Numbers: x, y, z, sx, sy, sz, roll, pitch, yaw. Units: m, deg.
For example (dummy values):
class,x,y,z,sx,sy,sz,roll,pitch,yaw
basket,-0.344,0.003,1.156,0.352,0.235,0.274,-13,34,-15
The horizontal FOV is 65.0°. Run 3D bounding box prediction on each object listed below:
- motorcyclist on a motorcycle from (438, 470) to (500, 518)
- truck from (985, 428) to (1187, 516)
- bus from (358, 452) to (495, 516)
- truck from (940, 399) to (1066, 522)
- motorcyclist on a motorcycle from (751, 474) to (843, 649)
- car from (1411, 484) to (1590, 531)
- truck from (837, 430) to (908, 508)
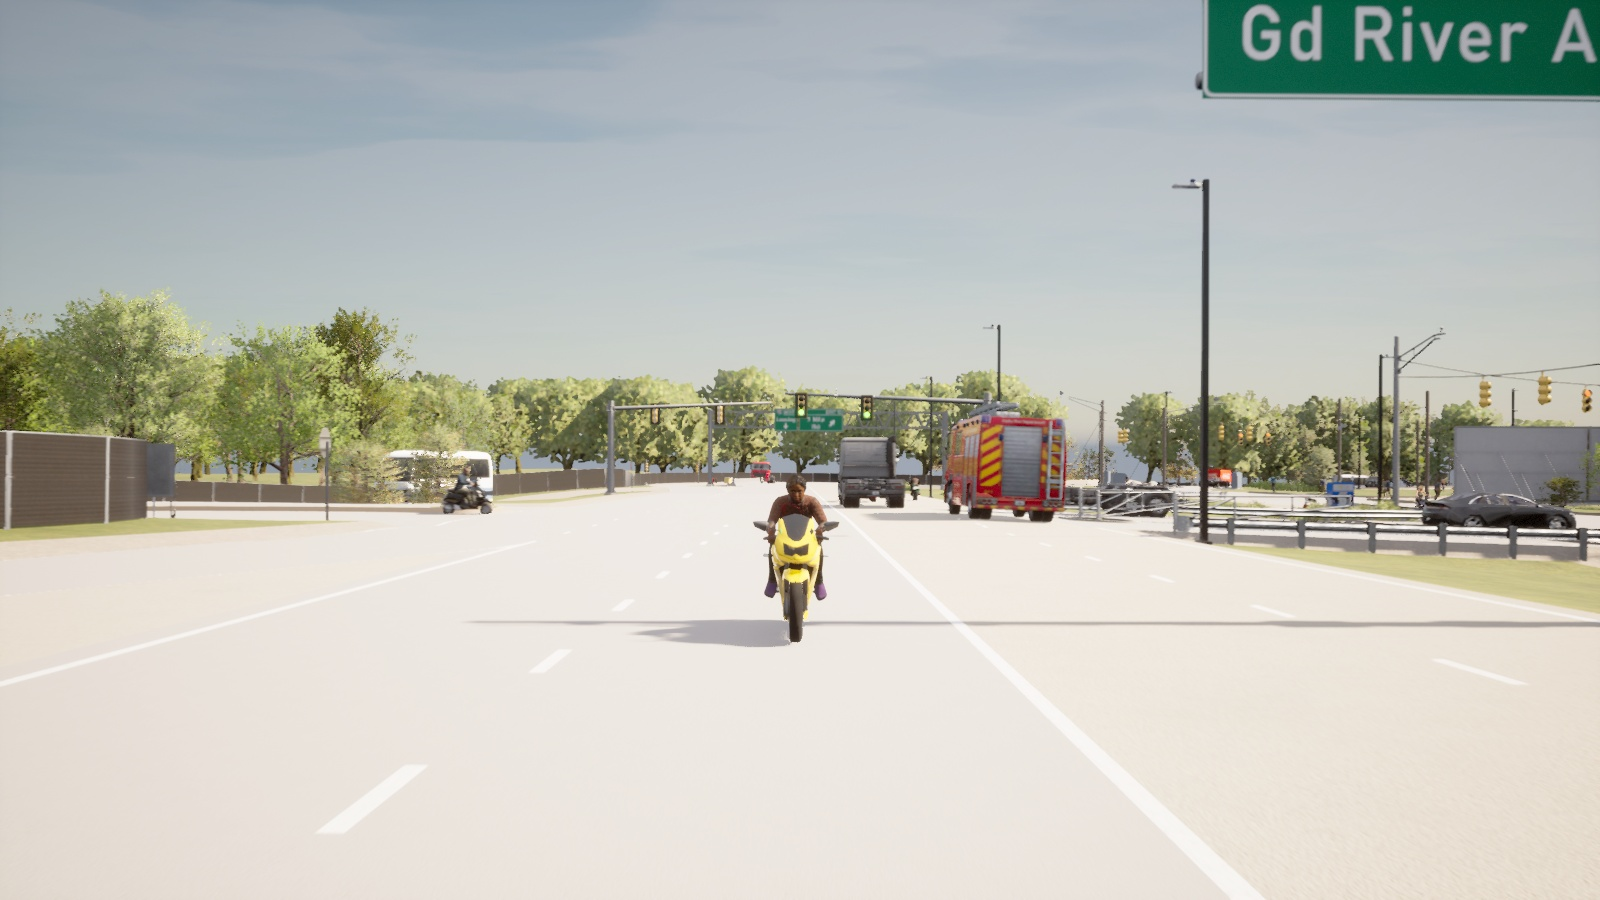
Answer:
class,x,y,z,sx,sy,sz,roll,pitch,yaw
motorcyclist on a motorcycle,-11.089,1.467,42.151,1.817,1.590,0.866,0,1,8
truck,12.192,0.971,53.967,7.936,3.462,2.891,2,-1,-1
bus,-26.454,2.363,89.697,3.944,4.253,10.273,0,-1,21
truck,6.920,0.417,44.197,2.891,3.827,8.468,2,-1,0
motorcyclist on a motorcycle,-0.029,0.995,12.041,0.797,1.523,2.044,0,-1,0
car,23.689,1.934,42.608,4.902,1.511,2.128,0,-1,-2
truck,3.353,0.943,59.885,2.891,3.462,7.936,0,-1,0
